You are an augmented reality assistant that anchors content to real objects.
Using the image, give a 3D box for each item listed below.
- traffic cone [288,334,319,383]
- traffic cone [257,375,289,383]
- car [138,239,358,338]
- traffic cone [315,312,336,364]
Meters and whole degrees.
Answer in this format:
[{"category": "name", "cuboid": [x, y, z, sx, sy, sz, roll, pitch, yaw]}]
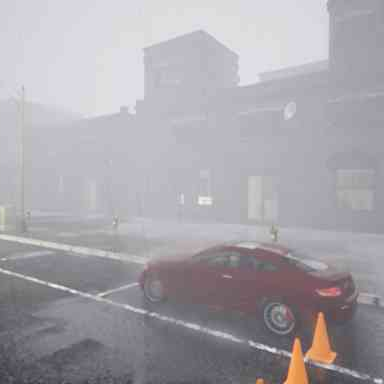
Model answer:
[{"category": "traffic cone", "cuboid": [1.182, 1.951, 3.743, 0.340, 0.580, 0.340, 0, 0, 36]}, {"category": "traffic cone", "cuboid": [0.602, 1.951, 2.929, 0.340, 0.580, 0.340, 0, 0, 36]}, {"category": "car", "cuboid": [0.844, 1.569, 6.395, 4.206, 1.307, 1.802, 0, 1, 36]}, {"category": "traffic cone", "cuboid": [1.763, 1.951, 4.557, 0.340, 0.580, 0.340, 0, 0, 36]}]
